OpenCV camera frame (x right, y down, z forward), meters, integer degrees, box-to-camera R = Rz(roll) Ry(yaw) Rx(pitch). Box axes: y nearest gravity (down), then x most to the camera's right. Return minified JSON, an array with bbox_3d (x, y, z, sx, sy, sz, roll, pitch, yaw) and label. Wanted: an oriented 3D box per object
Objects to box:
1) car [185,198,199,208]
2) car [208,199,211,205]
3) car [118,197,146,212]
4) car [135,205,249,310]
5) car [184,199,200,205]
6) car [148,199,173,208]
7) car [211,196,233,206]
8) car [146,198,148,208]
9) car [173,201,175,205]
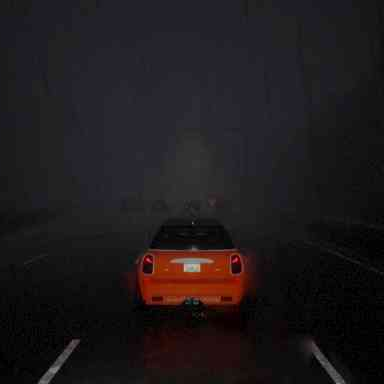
[{"bbox_3d":[0.012,1.600,48.287,1.895,1.301,4.718,0,0,0],"label":"car"},{"bbox_3d":[3.512,1.351,48.179,2.097,1.767,4.553,0,0,0],"label":"car"},{"bbox_3d":[-6.991,1.351,38.148,2.097,1.767,4.553,0,0,0],"label":"car"},{"bbox_3d":[0.002,1.352,7.969,2.097,1.767,4.553,0,0,0],"label":"car"},{"bbox_3d":[0.009,1.600,38.239,1.895,1.301,4.718,0,0,0],"label":"car"},{"bbox_3d":[-3.491,1.477,37.794,1.882,1.535,5.008,0,0,0],"label":"car"},{"bbox_3d":[3.509,1.477,37.792,1.882,1.535,5.008,0,0,0],"label":"car"},{"bbox_3d":[-6.988,1.563,48.226,1.994,1.385,4.181,0,0,0],"label":"car"},{"bbox_3d":[-3.488,1.600,48.258,1.895,1.301,4.718,0,0,0],"label":"car"}]
